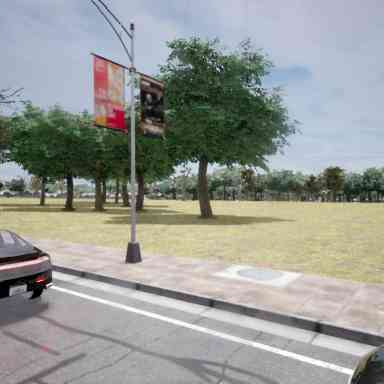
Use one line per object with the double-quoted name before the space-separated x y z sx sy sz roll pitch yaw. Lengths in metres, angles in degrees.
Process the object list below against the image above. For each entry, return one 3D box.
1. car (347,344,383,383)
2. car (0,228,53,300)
"car" 3.267 1.493 1.346 4.902 1.511 2.128 0 0 36
"car" -5.009 1.515 7.229 4.902 1.511 2.128 0 0 36
